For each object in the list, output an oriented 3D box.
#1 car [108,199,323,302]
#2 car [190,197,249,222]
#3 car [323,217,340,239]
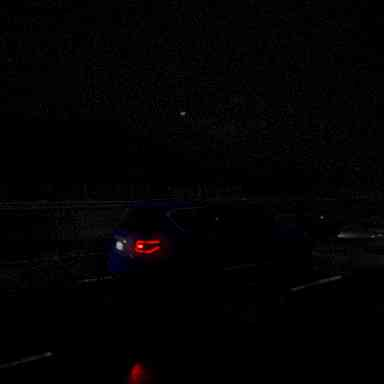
[{"bbox_3d":[0.679,1.223,8.517,5.566,2.045,2.150,0,0,-35],"label":"car"},{"bbox_3d":[2.283,1.355,27.087,4.553,1.767,2.097,0,0,-35],"label":"car"},{"bbox_3d":[5.265,1.567,16.106,4.181,1.385,1.994,0,0,-36],"label":"car"}]
